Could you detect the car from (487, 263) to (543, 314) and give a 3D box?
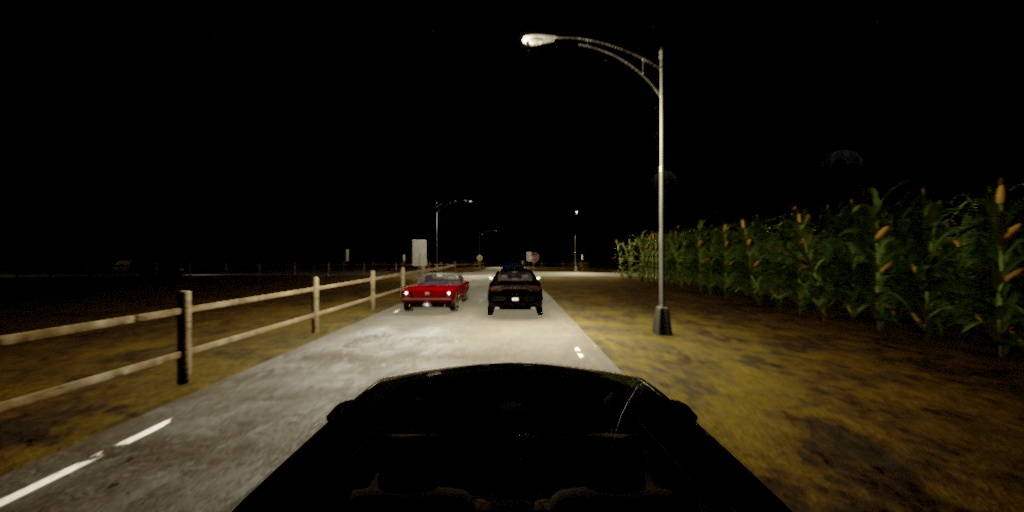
[{"bbox_3d":[0.100,1.204,13.754,1.882,1.535,5.008,0,0,0],"label":"car"}]

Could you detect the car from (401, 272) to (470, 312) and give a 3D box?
[{"bbox_3d":[-2.844,1.327,14.230,1.895,1.301,4.718,0,0,0],"label":"car"}]

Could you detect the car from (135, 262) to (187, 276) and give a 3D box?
[{"bbox_3d":[-40.244,1.446,41.146,4.902,1.511,2.128,0,1,1],"label":"car"}]
